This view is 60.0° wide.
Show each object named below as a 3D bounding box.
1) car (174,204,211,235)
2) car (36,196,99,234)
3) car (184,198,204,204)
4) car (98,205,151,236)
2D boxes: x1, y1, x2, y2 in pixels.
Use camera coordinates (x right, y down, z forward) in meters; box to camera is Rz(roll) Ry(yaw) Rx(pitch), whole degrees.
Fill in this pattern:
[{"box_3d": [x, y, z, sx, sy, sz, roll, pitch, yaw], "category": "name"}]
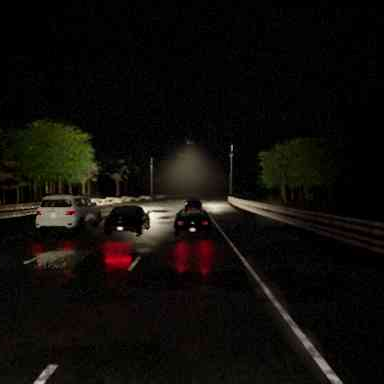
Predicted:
[{"box_3d": [0.022, 1.590, 18.893, 1.895, 1.301, 4.718, 0, 0, 0], "category": "car"}, {"box_3d": [-6.972, 1.227, 19.362, 2.150, 2.045, 5.566, 0, 0, 0], "category": "car"}, {"box_3d": [0.194, 1.483, 36.739, 1.837, 1.490, 4.892, 0, 0, 2], "category": "car"}, {"box_3d": [-3.471, 1.502, 18.452, 1.837, 1.490, 4.892, 0, 0, 0], "category": "car"}]
